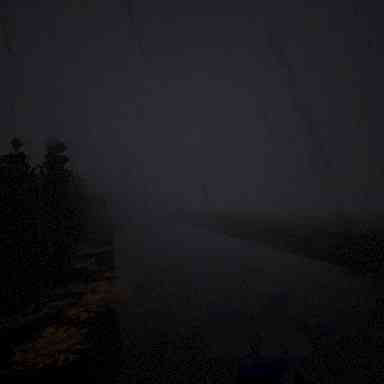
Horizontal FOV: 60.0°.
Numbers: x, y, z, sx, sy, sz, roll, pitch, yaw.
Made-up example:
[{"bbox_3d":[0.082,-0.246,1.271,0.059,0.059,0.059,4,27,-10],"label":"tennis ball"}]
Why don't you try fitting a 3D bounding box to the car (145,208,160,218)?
[{"bbox_3d":[-5.506,2.870,46.305,2.033,1.411,5.357,-1,-1,-11],"label":"car"}]
